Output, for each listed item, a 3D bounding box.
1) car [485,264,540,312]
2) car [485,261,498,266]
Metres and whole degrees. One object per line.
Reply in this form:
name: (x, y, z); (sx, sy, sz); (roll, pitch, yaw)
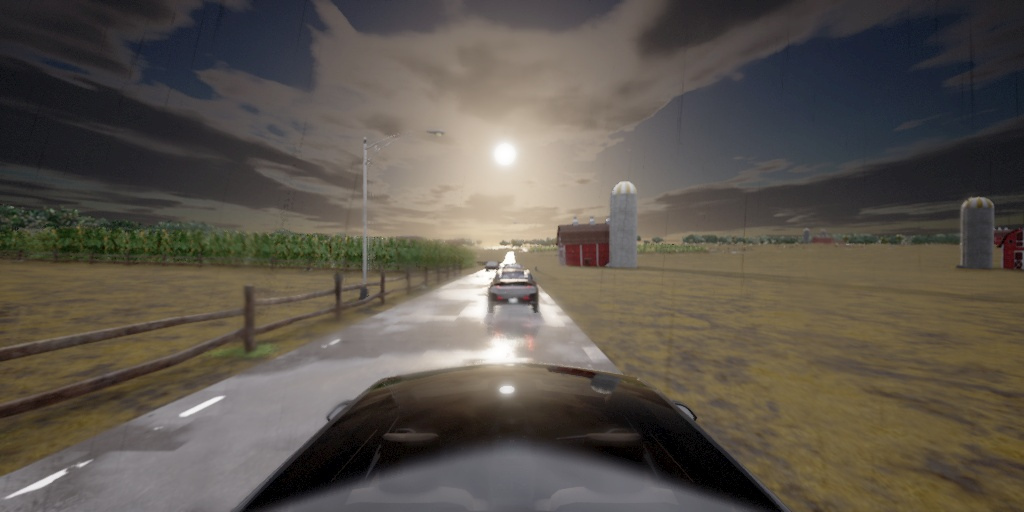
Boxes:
car: (0.067, 1.261, 14.223); (2.128, 1.511, 4.902); (0, 0, 0)
car: (-2.844, 1.460, 51.993); (1.882, 1.535, 5.008); (0, 0, 0)
